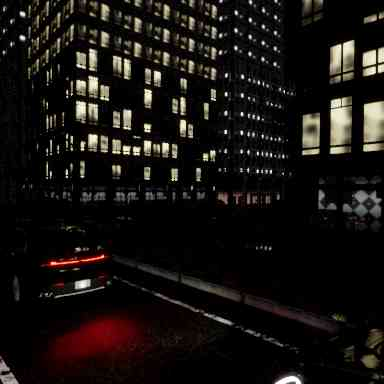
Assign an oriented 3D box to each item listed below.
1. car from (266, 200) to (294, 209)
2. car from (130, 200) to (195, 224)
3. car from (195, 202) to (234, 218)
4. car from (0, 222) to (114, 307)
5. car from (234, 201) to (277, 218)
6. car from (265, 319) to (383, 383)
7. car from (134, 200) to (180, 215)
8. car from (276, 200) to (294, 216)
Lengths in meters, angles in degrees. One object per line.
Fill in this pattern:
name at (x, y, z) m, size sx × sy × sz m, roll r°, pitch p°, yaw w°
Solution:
car at (13.571, 1.880, 51.124) m, size 4.313 × 1.339 × 1.947 m, roll 1°, pitch 0°, yaw -40°
car at (-2.551, 1.523, 26.529) m, size 5.009 × 1.841 × 2.192 m, roll 1°, pitch 0°, yaw -40°
car at (1.527, 1.709, 33.355) m, size 5.008 × 1.535 × 1.882 m, roll 1°, pitch 0°, yaw -40°
car at (-3.666, 1.501, 8.135) m, size 1.837 × 1.490 × 4.892 m, roll 0°, pitch 0°, yaw -41°
car at (6.193, 1.832, 33.919) m, size 4.829 × 1.417 × 1.752 m, roll 1°, pitch 0°, yaw -40°
car at (2.412, 1.352, 1.338) m, size 2.097 × 1.767 × 4.553 m, roll 0°, pitch 0°, yaw -41°
car at (-3.785, 1.647, 36.459) m, size 4.829 × 1.417 × 1.752 m, roll 1°, pitch 0°, yaw -40°
car at (10.371, 1.935, 37.450) m, size 4.206 × 1.307 × 1.802 m, roll 1°, pitch 0°, yaw -40°
